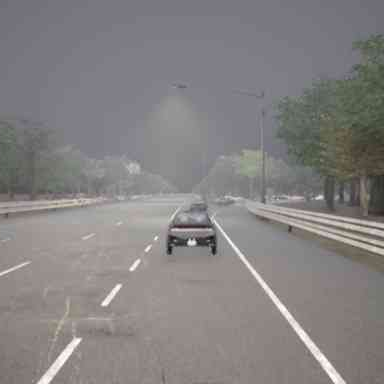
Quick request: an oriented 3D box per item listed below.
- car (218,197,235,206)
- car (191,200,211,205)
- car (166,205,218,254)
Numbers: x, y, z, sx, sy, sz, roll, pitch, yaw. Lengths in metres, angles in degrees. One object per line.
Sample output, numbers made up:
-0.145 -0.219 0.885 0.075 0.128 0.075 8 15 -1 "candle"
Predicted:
5.753 1.561 54.859 2.128 1.511 4.902 0 0 21 "car"
0.920 1.597 36.078 1.837 1.490 4.892 -1 -1 8 "car"
-0.006 1.509 13.612 2.128 1.511 4.902 0 0 0 "car"
